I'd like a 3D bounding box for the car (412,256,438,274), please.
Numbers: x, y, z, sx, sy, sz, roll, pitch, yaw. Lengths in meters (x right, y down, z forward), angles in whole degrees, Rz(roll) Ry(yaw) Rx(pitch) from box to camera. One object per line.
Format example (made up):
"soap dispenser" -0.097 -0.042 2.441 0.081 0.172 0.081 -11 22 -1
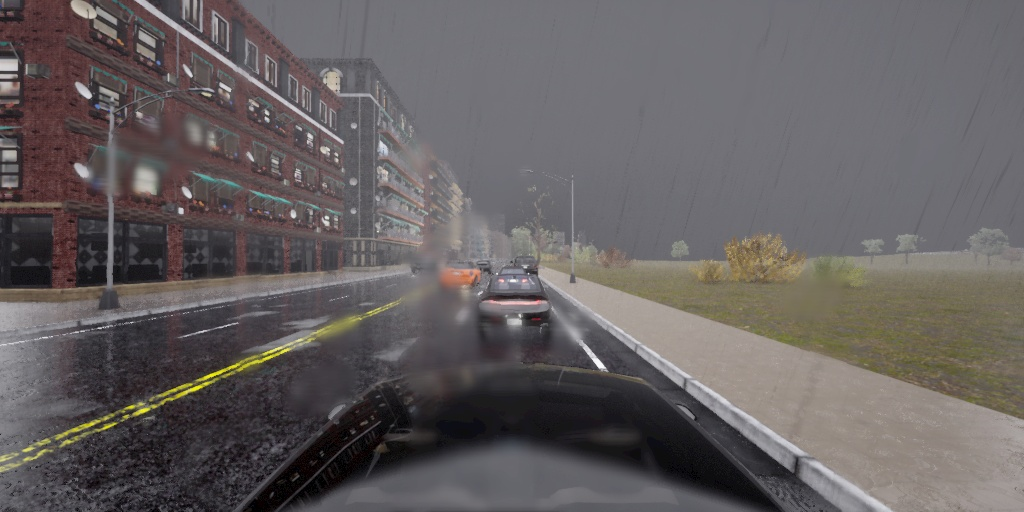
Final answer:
"car" -9.974 0.981 41.834 2.150 2.045 5.566 0 0 0

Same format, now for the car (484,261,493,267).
"car" -3.273 1.264 41.769 1.837 1.490 4.892 0 0 0

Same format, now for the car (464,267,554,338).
"car" 0.075 1.244 10.241 2.128 1.511 4.902 0 0 0

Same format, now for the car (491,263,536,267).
"car" 0.047 1.303 20.681 2.033 1.411 5.357 0 0 0

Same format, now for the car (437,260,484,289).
"car" -3.215 1.109 23.354 2.097 1.767 4.553 0 0 0

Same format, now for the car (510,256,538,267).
"car" 1.048 0.983 30.894 2.150 2.045 5.566 0 0 0
